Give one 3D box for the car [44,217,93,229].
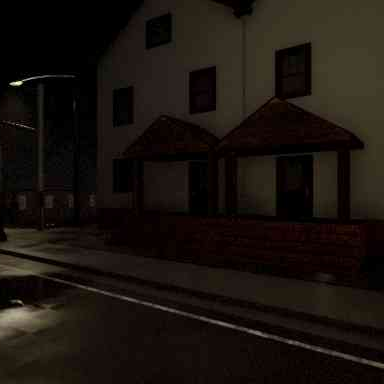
[{"bbox_3d":[-12.124,3.206,33.003,1.837,1.490,4.892,0,-8,36],"label":"car"}]
